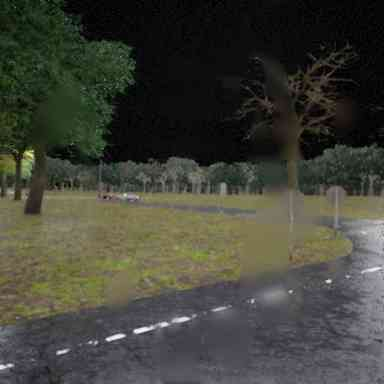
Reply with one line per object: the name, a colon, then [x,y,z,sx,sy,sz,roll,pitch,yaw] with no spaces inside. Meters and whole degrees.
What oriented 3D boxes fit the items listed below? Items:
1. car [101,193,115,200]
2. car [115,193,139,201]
car: [-15.337,0.820,62.108,1.895,1.301,4.718,2,-1,-36]
car: [-10.603,0.855,55.552,1.895,1.301,4.718,2,-1,-34]
